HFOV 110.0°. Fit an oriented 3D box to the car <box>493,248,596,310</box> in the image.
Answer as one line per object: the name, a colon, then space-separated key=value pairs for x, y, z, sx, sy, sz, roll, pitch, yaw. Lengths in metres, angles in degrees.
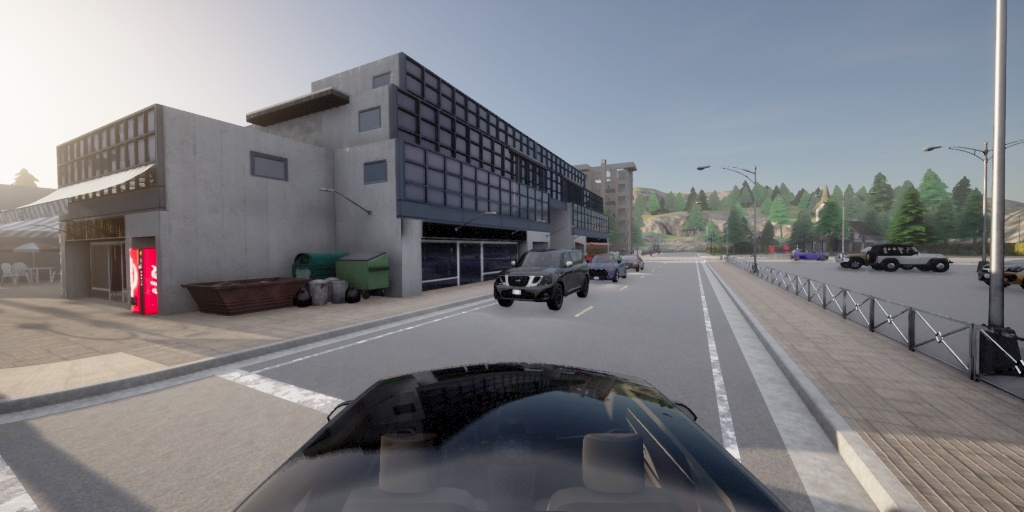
car: x=1.397 y=0.733 z=13.841 sx=2.150 sy=2.045 sz=5.566 roll=0 pitch=1 yaw=27

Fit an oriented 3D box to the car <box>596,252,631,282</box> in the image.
car: x=5.853 y=0.633 z=22.611 sx=2.097 sy=1.767 sz=4.553 roll=0 pitch=1 yaw=27

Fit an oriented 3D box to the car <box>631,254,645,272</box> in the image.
car: x=10.493 y=0.567 z=31.731 sx=1.812 sy=1.442 sz=4.674 roll=0 pitch=1 yaw=27
